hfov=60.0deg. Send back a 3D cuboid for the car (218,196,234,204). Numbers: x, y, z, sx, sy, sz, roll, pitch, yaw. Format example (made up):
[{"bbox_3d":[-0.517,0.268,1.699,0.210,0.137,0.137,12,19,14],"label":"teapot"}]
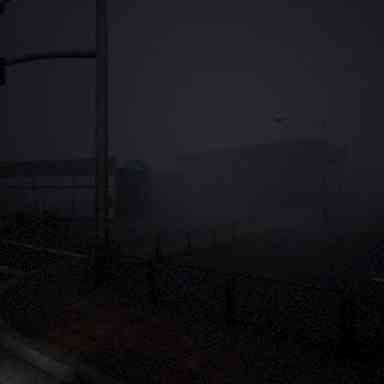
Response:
[{"bbox_3d":[6.210,1.562,63.673,2.242,1.667,4.611,0,0,36],"label":"car"}]
